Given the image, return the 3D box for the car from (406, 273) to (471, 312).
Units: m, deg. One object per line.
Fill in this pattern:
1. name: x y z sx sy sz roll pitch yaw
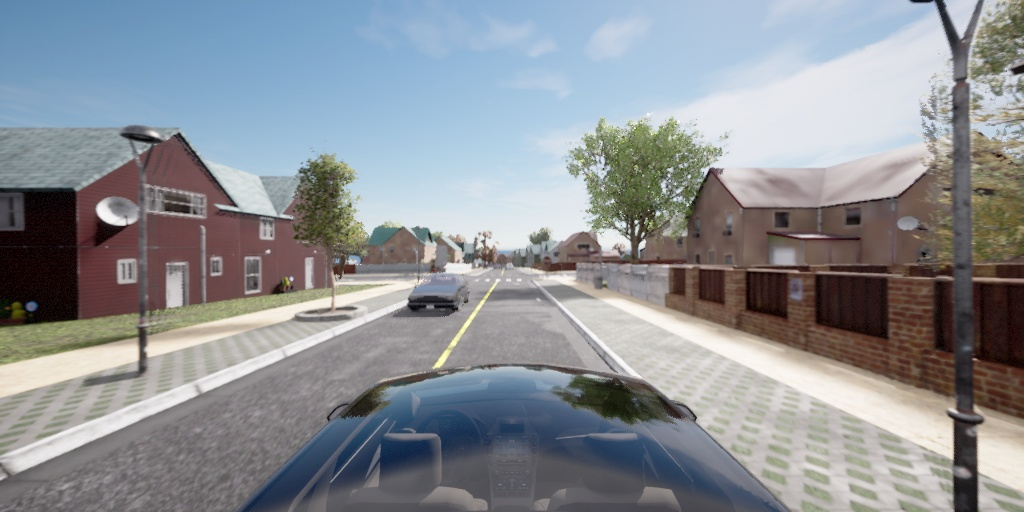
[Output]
1. car: -2.842 1.426 15.143 2.033 1.411 5.357 0 -1 0
